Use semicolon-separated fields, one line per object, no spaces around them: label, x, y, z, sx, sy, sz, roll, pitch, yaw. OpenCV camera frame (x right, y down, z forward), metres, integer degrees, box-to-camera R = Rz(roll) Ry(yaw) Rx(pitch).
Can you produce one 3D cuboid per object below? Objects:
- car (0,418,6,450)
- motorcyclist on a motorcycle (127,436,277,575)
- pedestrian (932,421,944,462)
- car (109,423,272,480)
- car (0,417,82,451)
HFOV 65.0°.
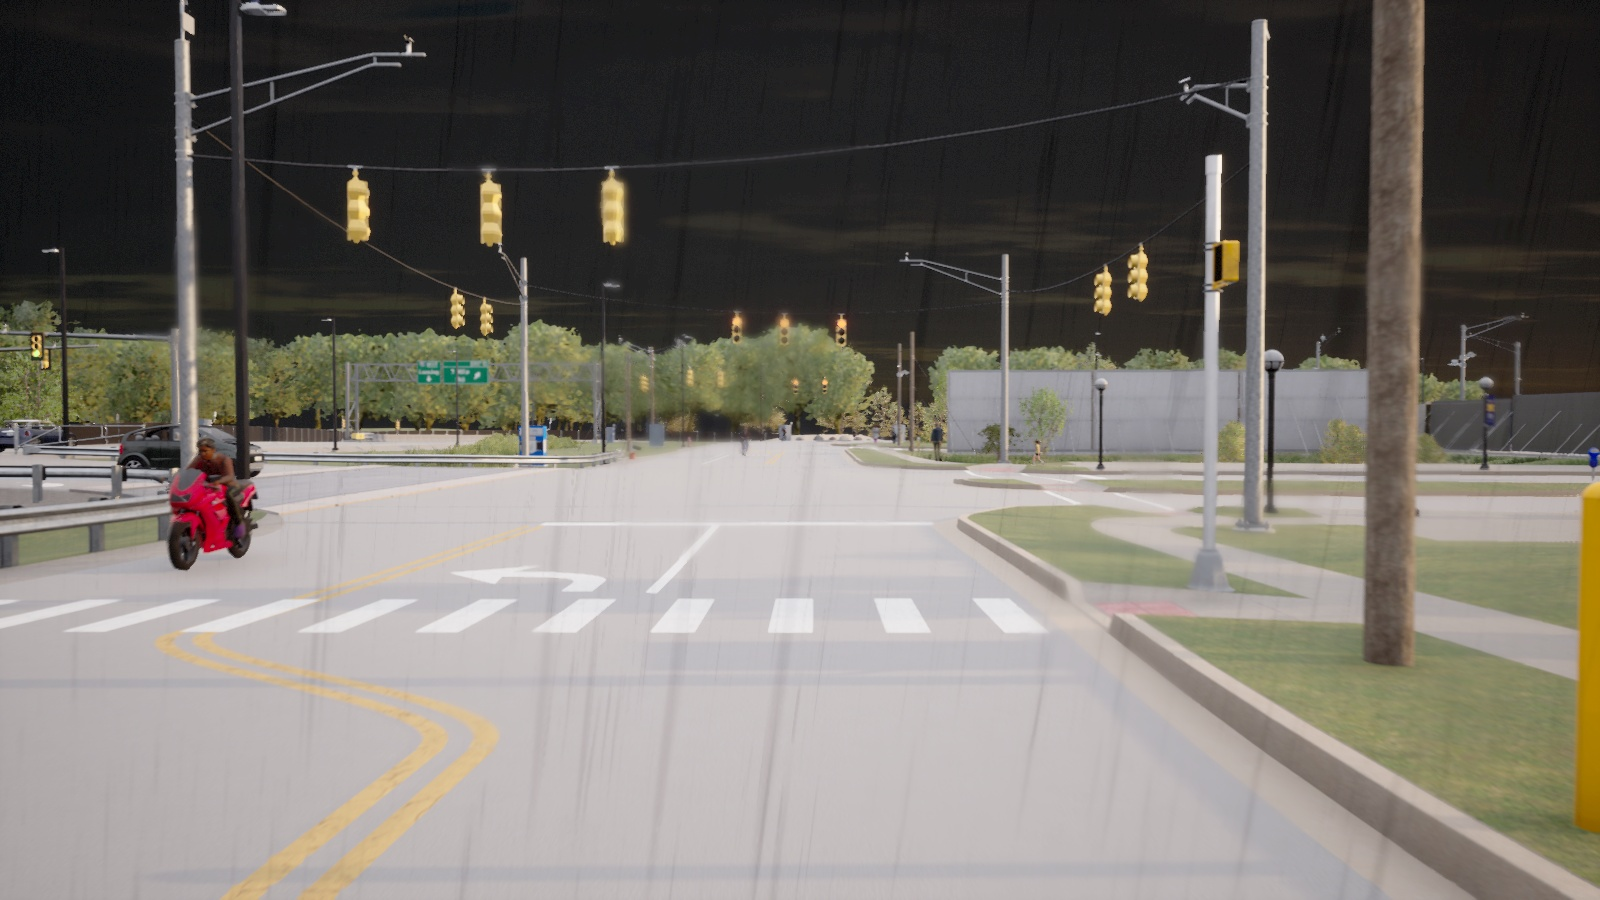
car;-37.828;-0.710;56.379;1.970;1.475;3.806;0;1;0
motorcyclist on a motorcycle;-7.018;0.601;14.867;0.797;1.523;2.044;0;1;0
pedestrian;6.322;-0.395;57.441;0.402;1.842;0.726;0;2;-7
car;-17.059;0.031;35.269;3.705;1.549;1.789;0;1;1
car;-34.328;-0.707;56.375;1.970;1.475;3.806;0;1;0
